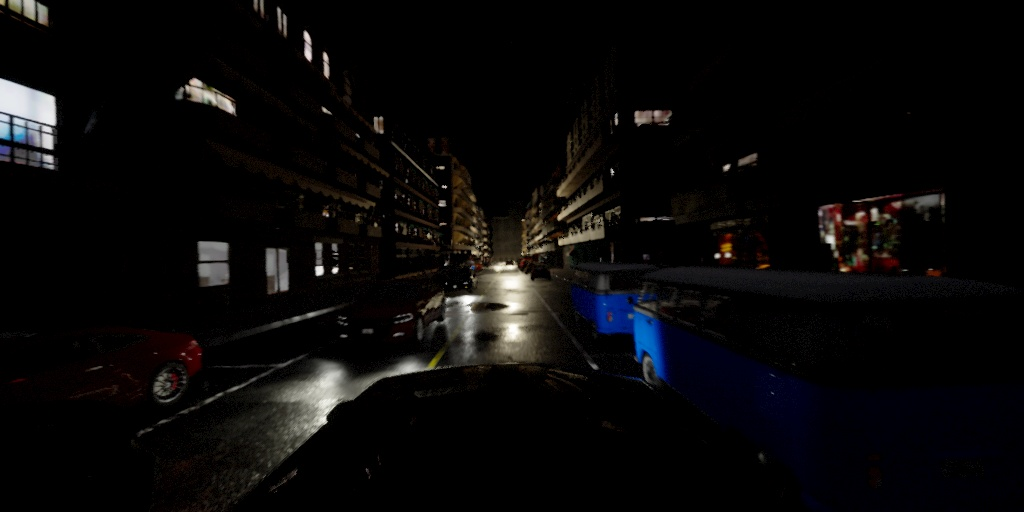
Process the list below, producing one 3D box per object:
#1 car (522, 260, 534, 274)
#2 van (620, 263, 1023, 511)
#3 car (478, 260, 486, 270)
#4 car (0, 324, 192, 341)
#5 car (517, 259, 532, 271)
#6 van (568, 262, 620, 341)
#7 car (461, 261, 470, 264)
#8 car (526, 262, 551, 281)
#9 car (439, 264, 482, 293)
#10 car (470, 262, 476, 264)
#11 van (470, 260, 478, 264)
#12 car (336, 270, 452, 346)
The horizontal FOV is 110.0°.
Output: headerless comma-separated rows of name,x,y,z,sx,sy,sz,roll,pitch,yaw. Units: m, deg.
car,2.433,1.491,43.353,1.751,1.417,4.829,0,0,0
van,2.688,1.030,3.970,1.690,1.789,3.998,0,0,0
car,-6.043,1.638,59.961,2.192,1.841,5.009,0,0,0
car,-5.656,1.509,3.943,1.802,1.307,4.207,0,0,0
car,2.361,1.360,54.387,2.192,1.841,5.009,0,0,0
van,2.652,1.069,9.572,1.690,1.789,3.998,0,0,0
car,-5.874,1.604,37.554,1.967,1.591,4.097,0,0,0
car,2.507,1.469,31.980,1.802,1.307,4.207,0,0,0
car,-3.227,1.490,22.555,1.837,1.490,4.892,-2,0,0
car,-5.911,1.754,43.156,2.007,1.370,4.403,0,0,0
van,-5.947,1.584,48.758,1.690,1.789,3.998,0,0,0
car,-3.159,1.376,10.269,1.882,1.535,5.008,-2,0,0
